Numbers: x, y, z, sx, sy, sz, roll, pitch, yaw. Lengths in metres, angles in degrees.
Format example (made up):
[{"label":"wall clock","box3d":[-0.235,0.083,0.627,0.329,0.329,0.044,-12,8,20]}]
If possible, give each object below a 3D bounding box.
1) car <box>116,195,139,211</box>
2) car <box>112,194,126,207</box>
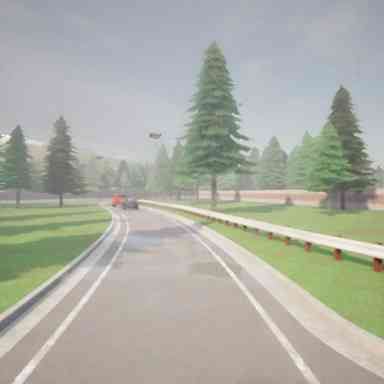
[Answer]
[{"label":"car","box3d":[-8.005,1.549,42.524,2.128,1.511,4.902,0,0,-19]},{"label":"car","box3d":[-11.336,1.299,52.362,2.150,2.045,5.566,0,0,-19]}]
